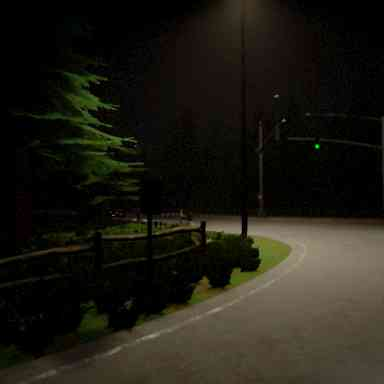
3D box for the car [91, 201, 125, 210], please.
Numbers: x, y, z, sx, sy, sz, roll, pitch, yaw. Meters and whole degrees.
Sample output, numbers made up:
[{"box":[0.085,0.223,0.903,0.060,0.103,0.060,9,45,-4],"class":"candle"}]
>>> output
[{"box":[-7.573,1.590,28.813,4.892,1.490,1.837,0,0,42],"class":"car"}]
